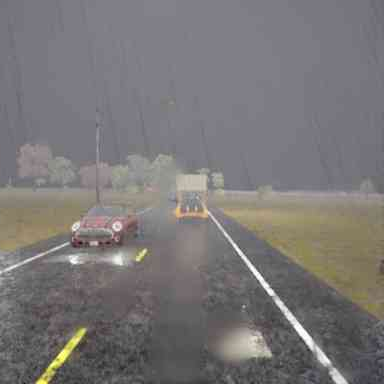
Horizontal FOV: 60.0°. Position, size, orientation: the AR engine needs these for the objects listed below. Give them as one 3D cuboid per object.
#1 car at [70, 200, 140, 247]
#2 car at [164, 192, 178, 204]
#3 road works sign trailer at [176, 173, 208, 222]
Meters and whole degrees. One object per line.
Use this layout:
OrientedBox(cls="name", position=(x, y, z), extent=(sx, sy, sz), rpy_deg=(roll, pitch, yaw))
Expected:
OrientedBox(cls="car", position=(-3.606, 1.289, 14.474), extent=(2.097, 1.767, 4.553), rpy_deg=(0, 0, 0))
OrientedBox(cls="car", position=(-3.568, 0.972, 56.719), extent=(2.150, 2.045, 5.566), rpy_deg=(0, 0, 1))
OrientedBox(cls="road works sign trailer", position=(-0.011, 0.355, 24.974), extent=(2.380, 3.560, 2.880), rpy_deg=(0, 0, 0))
